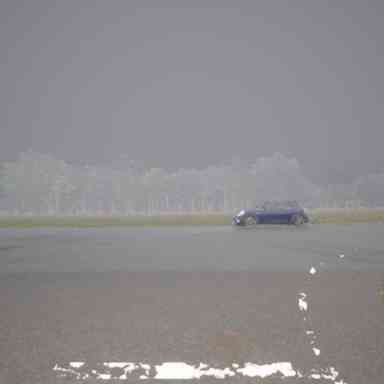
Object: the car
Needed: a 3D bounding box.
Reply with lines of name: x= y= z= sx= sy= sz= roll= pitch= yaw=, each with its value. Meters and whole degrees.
car: x=4.863 y=1.322 z=21.053 sx=4.553 sy=1.767 sz=2.097 roll=-1 pitch=-3 yaw=-1
